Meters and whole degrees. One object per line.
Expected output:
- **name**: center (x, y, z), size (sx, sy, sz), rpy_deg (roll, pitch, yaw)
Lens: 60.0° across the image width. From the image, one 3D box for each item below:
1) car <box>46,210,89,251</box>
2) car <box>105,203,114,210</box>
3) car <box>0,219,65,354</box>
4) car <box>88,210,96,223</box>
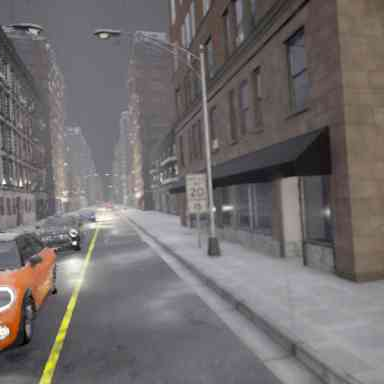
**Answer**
- **car**: center (-6.607, 1.961, 16.770), size (2.097, 1.767, 4.553), rpy_deg (-3, -1, -14)
- **car**: center (-21.954, 3.840, 88.810), size (2.097, 1.767, 4.553), rpy_deg (-3, -1, -14)
- **car**: center (-4.015, 1.669, 6.546), size (2.097, 1.767, 4.553), rpy_deg (-3, -1, -14)
- **car**: center (-11.653, 2.706, 36.906), size (1.812, 1.442, 4.674), rpy_deg (-3, -1, -14)
